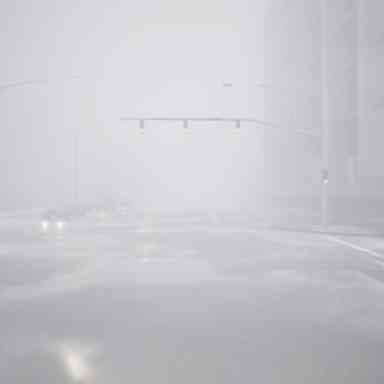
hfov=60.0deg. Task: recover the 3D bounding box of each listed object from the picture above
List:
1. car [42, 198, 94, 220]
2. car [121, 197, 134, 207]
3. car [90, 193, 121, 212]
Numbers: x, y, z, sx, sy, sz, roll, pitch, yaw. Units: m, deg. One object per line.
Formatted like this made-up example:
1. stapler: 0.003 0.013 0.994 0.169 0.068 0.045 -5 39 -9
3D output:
1. car: -10.418 1.503 27.984 2.033 1.411 5.357 0 0 4
2. car: -9.889 1.468 48.849 2.033 1.411 5.357 0 0 3
3. car: -10.204 1.161 37.971 2.150 2.045 5.566 0 0 2
